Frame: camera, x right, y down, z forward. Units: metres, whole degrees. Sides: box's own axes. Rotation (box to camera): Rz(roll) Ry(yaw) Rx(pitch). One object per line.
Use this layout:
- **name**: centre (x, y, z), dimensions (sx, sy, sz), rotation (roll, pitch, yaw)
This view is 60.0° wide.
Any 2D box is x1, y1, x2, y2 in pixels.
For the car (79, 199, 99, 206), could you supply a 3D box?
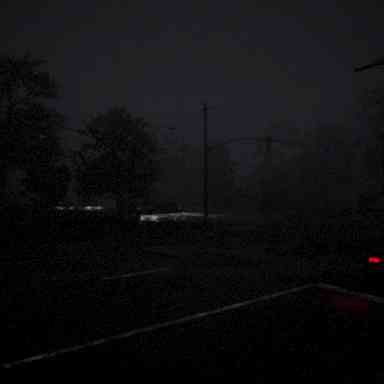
- **car**: centre (-16.895, 1.497, 54.374), dimensions (1.882, 1.535, 5.008), rotation (-1, 0, -38)

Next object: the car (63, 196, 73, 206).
- **car**: centre (-21.275, 1.287, 54.276), dimensions (2.150, 2.045, 5.566), rotation (-1, 0, -39)

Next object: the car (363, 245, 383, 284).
- **car**: centre (6.405, 1.550, 8.323), dimensions (5.357, 1.411, 2.033), rotation (-1, 0, -35)

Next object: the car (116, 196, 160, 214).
- **car**: centre (-6.033, 1.187, 35.183), dimensions (2.150, 2.045, 5.566), rotation (-1, 0, -38)

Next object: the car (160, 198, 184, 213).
- **car**: centre (-2.792, 1.431, 36.728), dimensions (2.128, 1.511, 4.902), rotation (-1, 0, -38)
